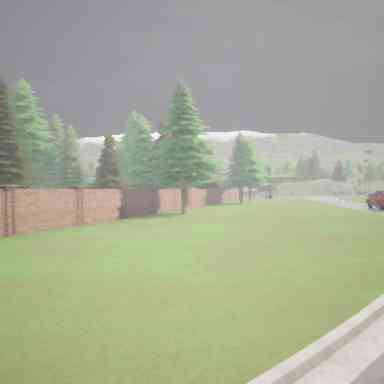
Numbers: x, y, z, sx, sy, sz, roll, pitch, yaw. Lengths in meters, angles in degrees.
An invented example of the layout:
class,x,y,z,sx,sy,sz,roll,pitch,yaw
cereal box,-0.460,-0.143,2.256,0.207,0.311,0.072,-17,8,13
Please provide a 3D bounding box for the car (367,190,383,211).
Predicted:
class,x,y,z,sx,sy,sz,roll,pitch,yaw
car,20.079,0.832,34.620,2.150,2.045,5.566,-1,0,11
